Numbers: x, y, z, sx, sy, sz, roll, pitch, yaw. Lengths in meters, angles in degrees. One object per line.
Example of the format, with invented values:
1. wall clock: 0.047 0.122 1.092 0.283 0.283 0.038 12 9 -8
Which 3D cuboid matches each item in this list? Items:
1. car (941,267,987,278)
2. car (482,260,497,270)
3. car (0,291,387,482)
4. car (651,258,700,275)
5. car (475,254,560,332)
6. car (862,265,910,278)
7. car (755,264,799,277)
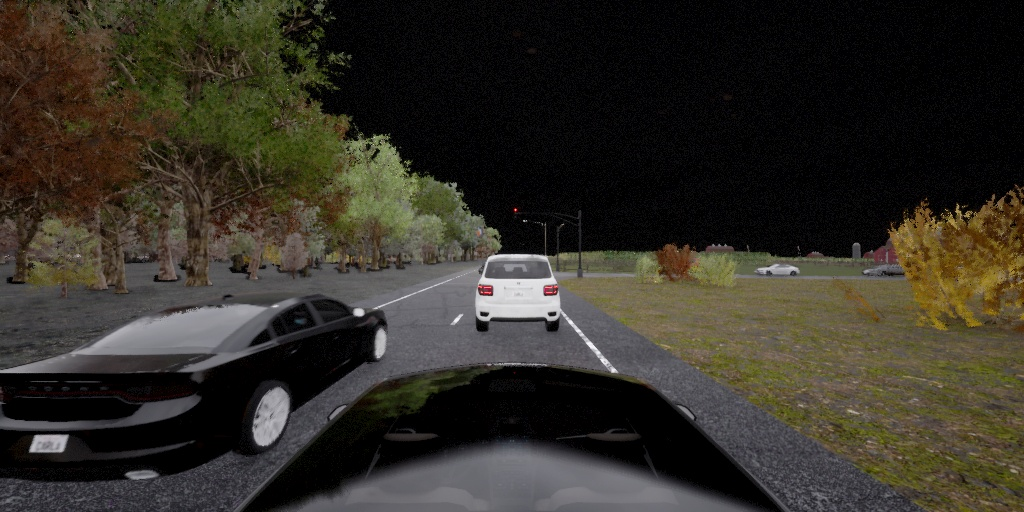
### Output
1. car: 49.014 1.848 39.081 4.181 1.385 1.994 1 -1 0
2. car: -3.289 1.284 53.091 1.812 1.442 4.674 0 0 0
3. car: -3.391 1.228 5.106 1.882 1.535 5.008 0 0 0
4. car: 19.646 1.244 42.882 5.566 2.045 2.150 1 -1 1
5. car: 0.128 0.974 11.050 2.150 2.045 5.566 0 0 -1
6. car: 44.576 1.786 42.684 4.902 1.511 2.128 1 -1 1
7. car: 31.606 1.680 42.803 4.674 1.442 1.812 0 -1 1
